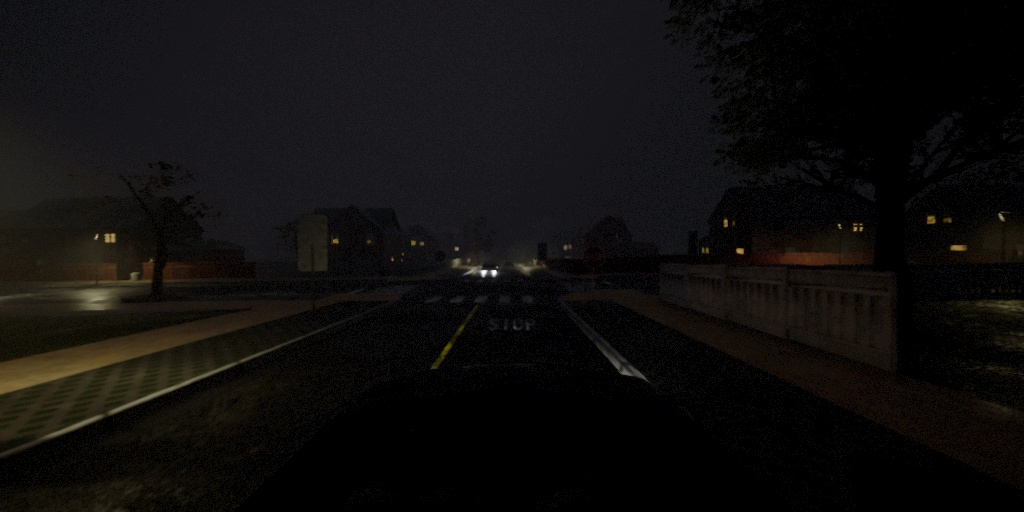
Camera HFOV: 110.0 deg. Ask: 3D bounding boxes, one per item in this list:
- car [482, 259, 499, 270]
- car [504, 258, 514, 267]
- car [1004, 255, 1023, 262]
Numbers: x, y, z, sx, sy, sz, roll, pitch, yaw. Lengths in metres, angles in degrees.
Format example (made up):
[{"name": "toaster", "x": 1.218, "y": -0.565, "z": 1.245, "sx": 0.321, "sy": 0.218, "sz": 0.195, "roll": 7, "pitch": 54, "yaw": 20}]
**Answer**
[{"name": "car", "x": -3.167, "y": 1.287, "z": 50.799, "sx": 1.895, "sy": 1.301, "sz": 4.718, "roll": 0, "pitch": 0, "yaw": 0}, {"name": "car", "x": -0.569, "y": 1.281, "z": 65.357, "sx": 2.033, "sy": 1.411, "sz": 5.357, "roll": 0, "pitch": 0, "yaw": -1}, {"name": "car", "x": 35.298, "y": 0.584, "z": 23.922, "sx": 4.892, "sy": 1.490, "sz": 1.837, "roll": -1, "pitch": 2, "yaw": 0}]
